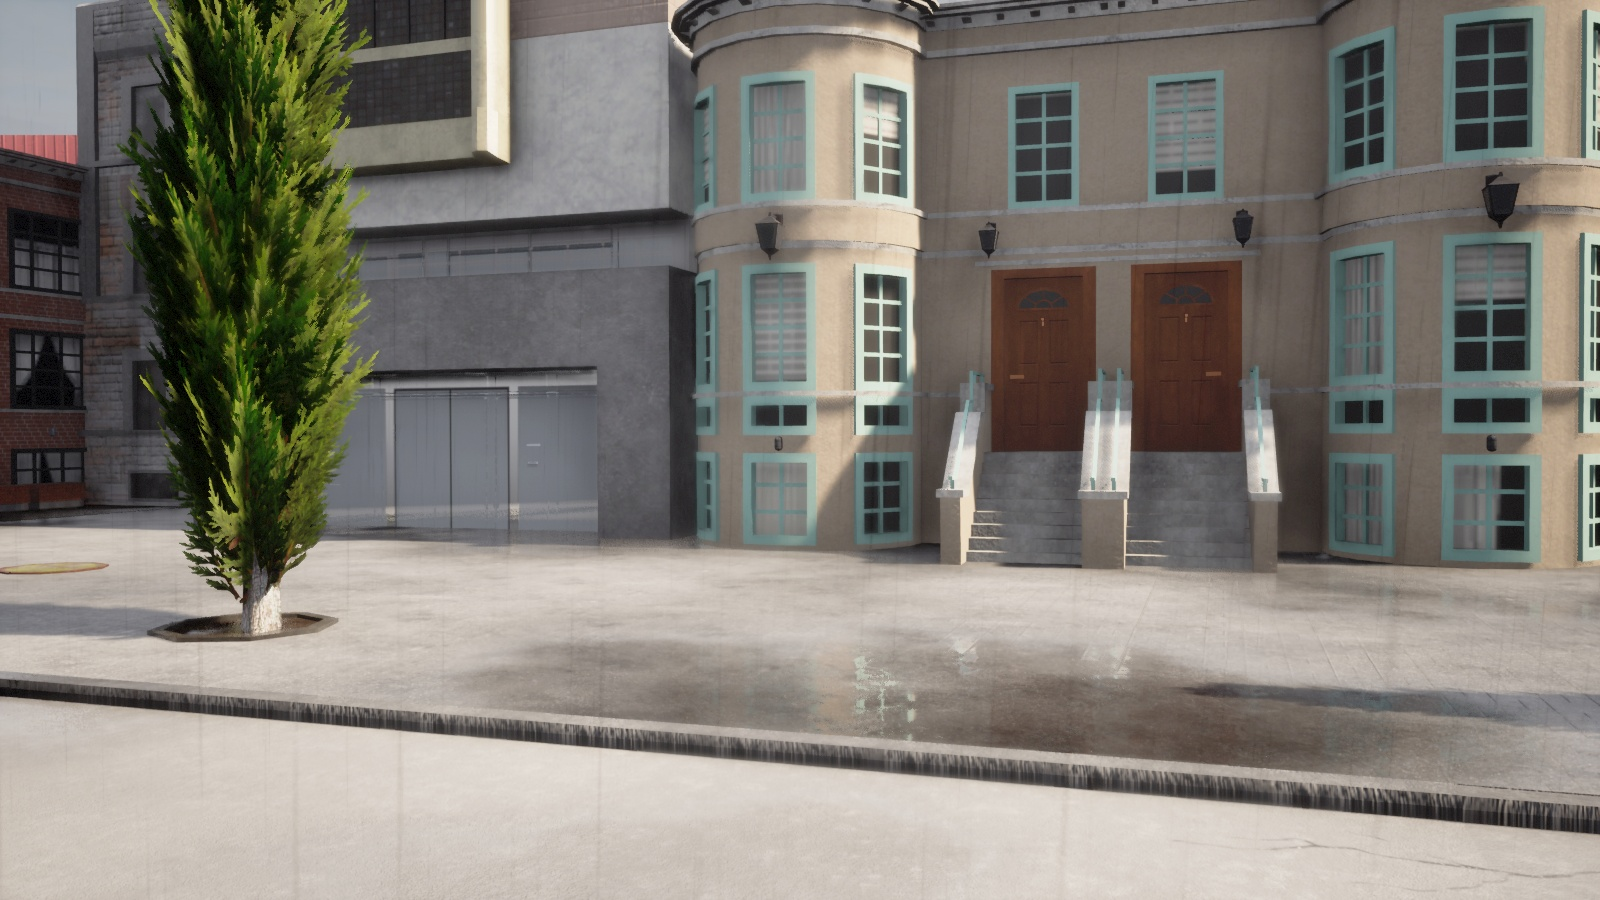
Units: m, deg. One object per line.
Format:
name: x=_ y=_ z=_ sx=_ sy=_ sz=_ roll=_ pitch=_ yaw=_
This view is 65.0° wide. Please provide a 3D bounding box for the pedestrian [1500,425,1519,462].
pedestrian: x=35.660 y=-0.346 z=63.153 sx=0.634 sy=1.844 sz=0.899 roll=0 pitch=1 yaw=17
